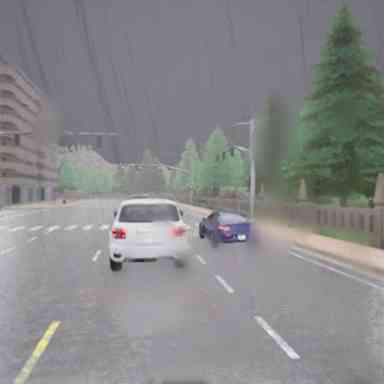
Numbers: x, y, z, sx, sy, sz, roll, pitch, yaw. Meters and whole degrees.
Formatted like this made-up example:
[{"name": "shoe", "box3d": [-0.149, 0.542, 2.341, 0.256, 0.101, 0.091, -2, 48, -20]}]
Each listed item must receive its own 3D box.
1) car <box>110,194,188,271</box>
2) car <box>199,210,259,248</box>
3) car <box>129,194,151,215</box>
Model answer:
[{"name": "car", "box3d": [-1.451, 1.228, 11.158, 2.150, 2.045, 5.566, 0, 0, -8]}, {"name": "car", "box3d": [1.502, 1.531, 14.688, 1.812, 1.442, 4.674, 0, 0, -9]}, {"name": "car", "box3d": [-5.561, 1.260, 35.711, 2.150, 2.045, 5.566, 0, 0, -9]}]
